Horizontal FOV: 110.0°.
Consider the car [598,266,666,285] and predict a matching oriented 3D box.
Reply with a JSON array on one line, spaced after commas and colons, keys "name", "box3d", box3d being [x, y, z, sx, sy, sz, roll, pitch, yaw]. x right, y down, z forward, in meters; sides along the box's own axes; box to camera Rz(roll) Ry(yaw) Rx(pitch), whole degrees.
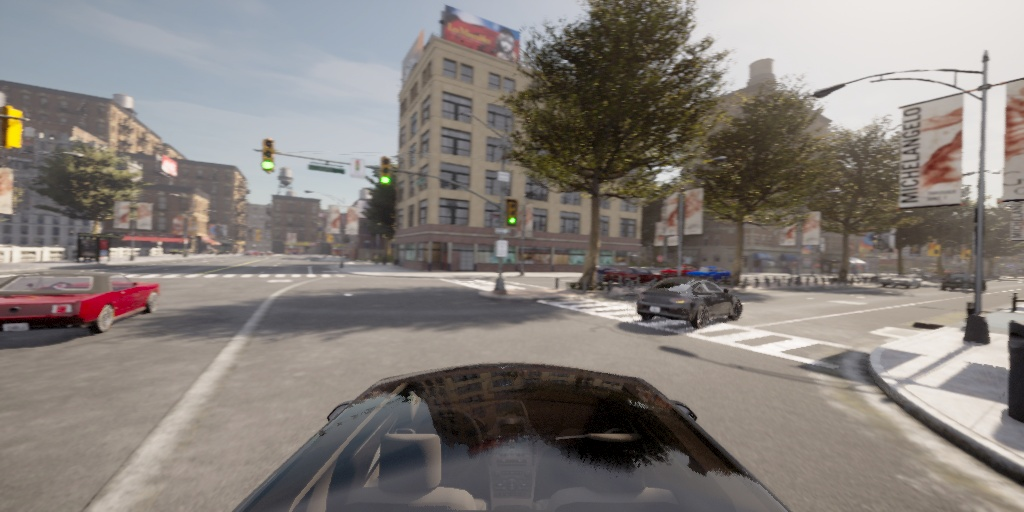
[{"name": "car", "box3d": [9.296, 1.600, 27.686, 4.718, 1.301, 1.895, 2, 0, -30]}]

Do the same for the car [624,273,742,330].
[{"name": "car", "box3d": [5.924, 1.441, 11.915, 4.674, 1.442, 1.812, 2, 0, -40]}]

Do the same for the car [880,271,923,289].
[{"name": "car", "box3d": [37.820, 2.438, 34.826, 4.718, 1.301, 1.895, 2, 0, -30]}]

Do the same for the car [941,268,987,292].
[{"name": "car", "box3d": [41.509, 2.300, 32.898, 4.553, 1.767, 2.097, 2, 0, -30]}]

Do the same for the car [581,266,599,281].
[{"name": "car", "box3d": [7.959, 1.520, 30.942, 4.181, 1.385, 1.994, 2, 0, -30]}]

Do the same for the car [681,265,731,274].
[{"name": "car", "box3d": [17.954, 1.728, 32.677, 5.008, 1.535, 1.882, 2, 0, -30]}]

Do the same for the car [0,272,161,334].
[{"name": "car", "box3d": [-10.507, 1.033, 8.739, 1.895, 1.301, 4.718, 2, 0, -30]}]

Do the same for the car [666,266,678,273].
[{"name": "car", "box3d": [16.952, 1.695, 36.137, 5.008, 1.535, 1.882, 2, 0, -30]}]
